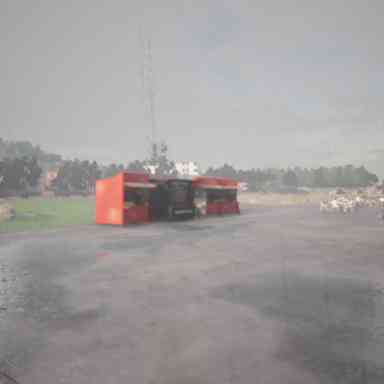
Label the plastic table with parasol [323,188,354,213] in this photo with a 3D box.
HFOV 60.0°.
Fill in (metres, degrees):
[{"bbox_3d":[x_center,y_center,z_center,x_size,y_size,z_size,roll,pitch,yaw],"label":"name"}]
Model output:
[{"bbox_3d":[15.676,0.850,35.559,2.482,2.480,2.482,1,0,36],"label":"plastic table with parasol"}]
